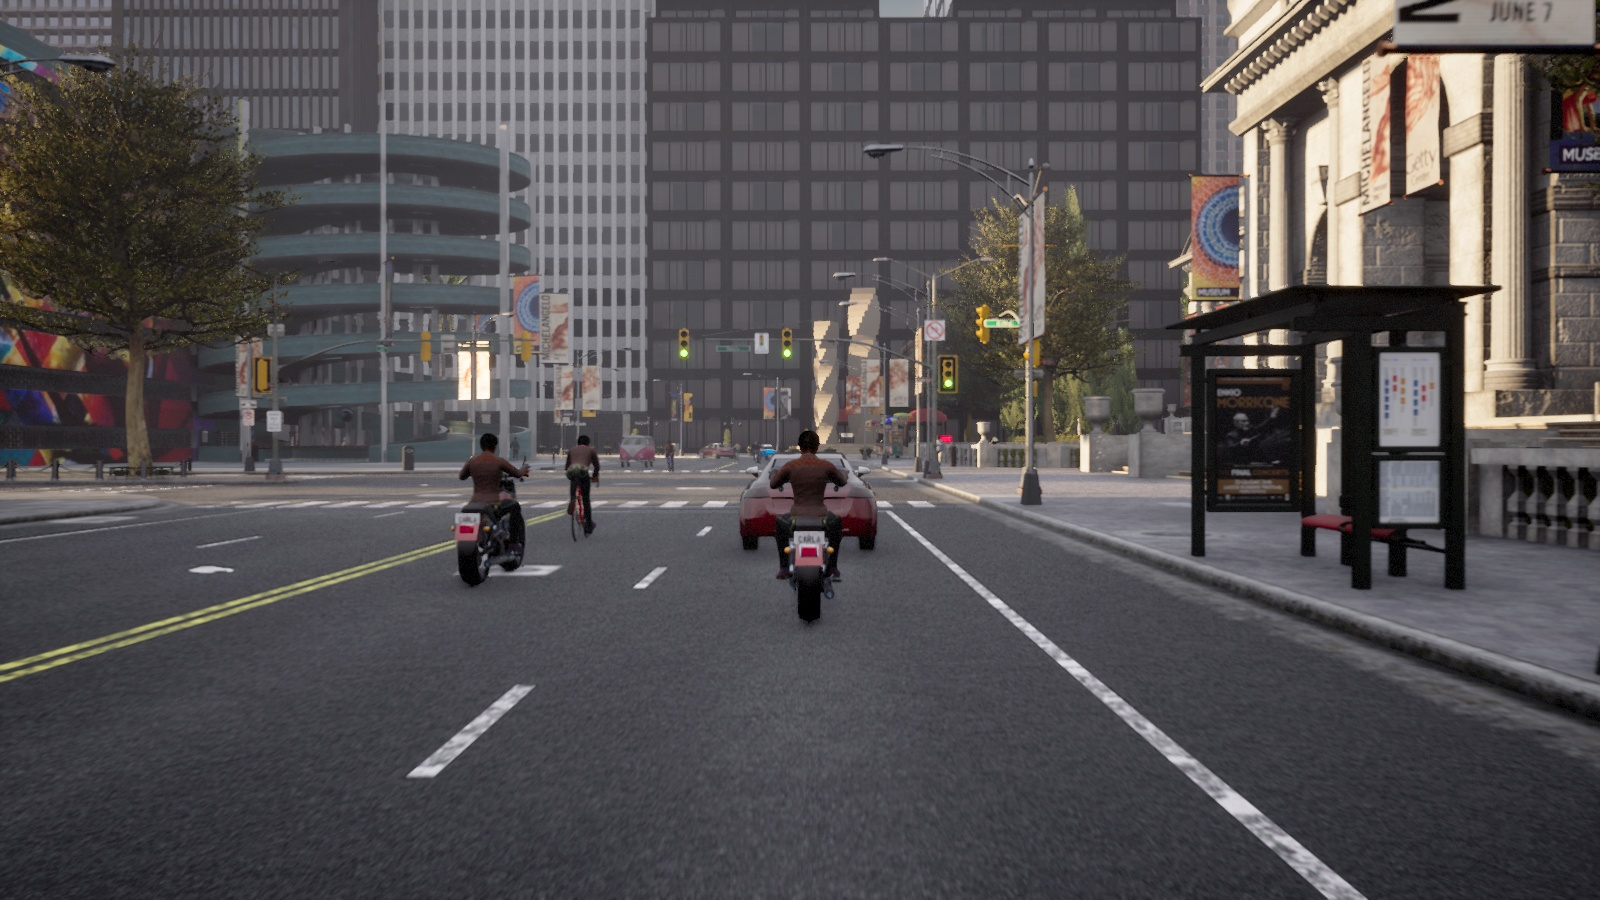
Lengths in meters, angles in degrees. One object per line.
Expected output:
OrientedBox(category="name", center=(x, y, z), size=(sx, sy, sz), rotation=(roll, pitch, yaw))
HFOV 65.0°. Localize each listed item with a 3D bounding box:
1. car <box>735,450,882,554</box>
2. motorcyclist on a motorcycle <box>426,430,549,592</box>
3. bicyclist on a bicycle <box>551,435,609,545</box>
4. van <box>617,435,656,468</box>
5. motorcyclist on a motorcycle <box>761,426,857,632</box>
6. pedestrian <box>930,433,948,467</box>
OrientedBox(category="car", center=(0.124, 0.703, 19.093), size=(1.994, 1.385, 4.181), rotation=(0, 0, 0))
OrientedBox(category="motorcyclist on a motorcycle", center=(-3.405, 0.616, 13.909), size=(0.766, 1.649, 2.350), rotation=(0, 0, 0))
OrientedBox(category="bicyclist on a bicycle", center=(-3.374, 0.588, 19.372), size=(0.582, 1.620, 1.656), rotation=(0, 0, 0))
OrientedBox(category="van", center=(-10.047, 0.055, 77.454), size=(1.775, 1.987, 4.442), rotation=(0, 0, 0))
OrientedBox(category="motorcyclist on a motorcycle", center=(0.080, 0.633, 11.269), size=(0.766, 1.649, 2.350), rotation=(0, 0, 0))
OrientedBox(category="pedestrian", center=(7.653, 0.020, 69.091), size=(0.874, 1.855, 0.900), rotation=(0, 0, 1))
